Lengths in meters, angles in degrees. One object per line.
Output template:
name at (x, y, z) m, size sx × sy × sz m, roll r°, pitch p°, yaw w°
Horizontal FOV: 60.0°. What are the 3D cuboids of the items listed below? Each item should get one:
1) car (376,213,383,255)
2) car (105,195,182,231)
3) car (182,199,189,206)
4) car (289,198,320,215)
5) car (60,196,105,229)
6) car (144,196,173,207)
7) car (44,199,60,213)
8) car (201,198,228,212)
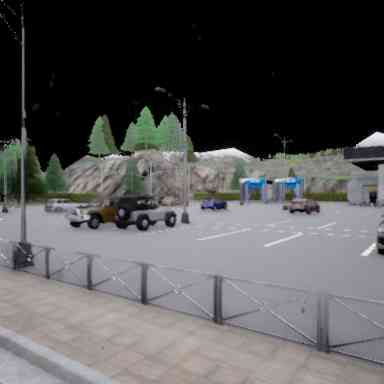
car at (7.772, 1.166, 11.425) m, size 2.152 × 1.636 × 5.027 m, roll 0°, pitch 0°, yaw 35°
car at (-2.651, 1.125, 18.847) m, size 1.905 × 1.878 × 3.866 m, roll 0°, pitch 0°, yaw 35°
car at (-2.636, 1.422, 50.523) m, size 2.152 × 1.636 × 5.027 m, roll 0°, pitch 0°, yaw 35°
car at (10.678, 1.332, 31.570) m, size 2.007 × 1.523 × 4.514 m, roll 0°, pitch 0°, yaw 35°
car at (-5.257, 1.153, 20.196) m, size 1.932 × 1.855 × 4.605 m, roll 0°, pitch 0°, yaw 35°
car at (-5.221, 1.440, 52.300) m, size 2.007 × 1.523 × 4.514 m, roll 0°, pitch 0°, yaw 35°
car at (-13.582, 1.481, 35.403) m, size 1.970 × 1.475 × 3.806 m, roll 0°, pitch 0°, yaw 35°
car at (2.562, 1.381, 37.401) m, size 1.845 × 1.501 × 3.633 m, roll 0°, pitch 0°, yaw 35°
